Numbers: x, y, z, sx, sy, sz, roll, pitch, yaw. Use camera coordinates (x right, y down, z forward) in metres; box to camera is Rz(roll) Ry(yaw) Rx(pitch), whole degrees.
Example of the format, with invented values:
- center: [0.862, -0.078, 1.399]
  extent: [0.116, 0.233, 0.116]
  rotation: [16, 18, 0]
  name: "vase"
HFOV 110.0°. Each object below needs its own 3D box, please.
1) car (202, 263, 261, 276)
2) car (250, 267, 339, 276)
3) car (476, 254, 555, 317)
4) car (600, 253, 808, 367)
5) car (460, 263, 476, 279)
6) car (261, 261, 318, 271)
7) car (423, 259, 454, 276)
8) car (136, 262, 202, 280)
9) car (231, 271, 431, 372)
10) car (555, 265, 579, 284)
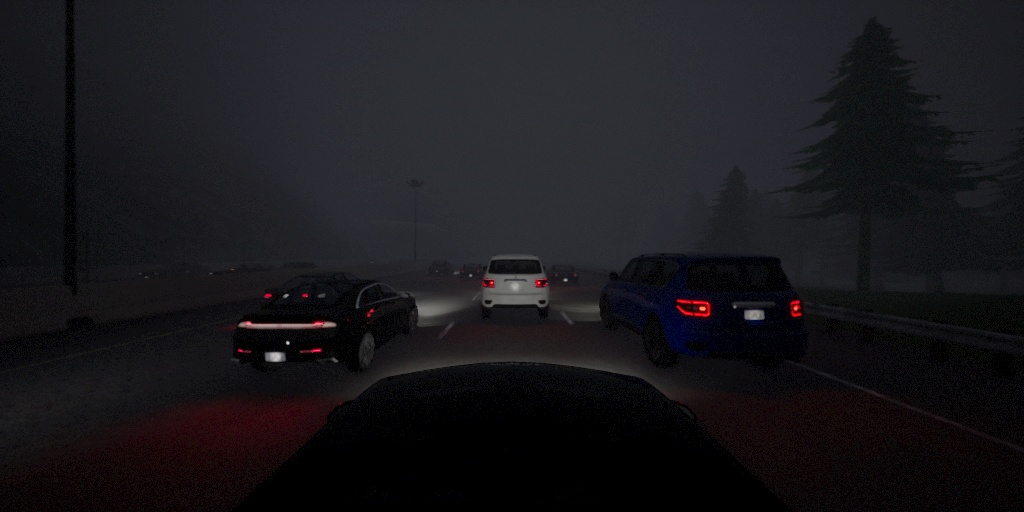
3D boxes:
- center: [-21.104, 1.305, 28.069]
  extent: [1.895, 1.301, 4.718]
  rotation: [0, 0, 0]
  name: "car"
- center: [-6.902, 1.277, 13.511]
  extent: [2.033, 1.411, 5.357]
  rotation: [0, 0, 0]
  name: "car"
- center: [0.095, 0.952, 13.170]
  extent: [2.150, 2.045, 5.566]
  rotation: [0, 0, 0]
  name: "car"
- center: [3.599, 0.960, 8.008]
  extent: [2.150, 2.045, 5.566]
  rotation: [0, 0, 0]
  name: "car"
- center: [-3.407, 1.298, 31.838]
  extent: [1.895, 1.301, 4.718]
  rotation: [0, 0, 0]
  name: "car"
- center: [-17.602, 1.207, 29.140]
  extent: [1.837, 1.490, 4.892]
  rotation: [0, 0, 0]
  name: "car"
- center: [-6.907, 1.183, 35.427]
  extent: [2.128, 1.511, 4.902]
  rotation: [0, 0, 0]
  name: "car"
- center: [-28.104, 1.248, 30.243]
  extent: [2.033, 1.411, 5.357]
  rotation: [0, 0, 0]
  name: "car"
- center: [-3.401, 1.231, 7.580]
  extent: [2.128, 1.511, 4.902]
  rotation: [0, 0, 0]
  name: "car"
- center: [3.594, 1.308, 26.257]
  extent: [1.895, 1.301, 4.718]
  rotation: [0, 0, 0]
  name: "car"
